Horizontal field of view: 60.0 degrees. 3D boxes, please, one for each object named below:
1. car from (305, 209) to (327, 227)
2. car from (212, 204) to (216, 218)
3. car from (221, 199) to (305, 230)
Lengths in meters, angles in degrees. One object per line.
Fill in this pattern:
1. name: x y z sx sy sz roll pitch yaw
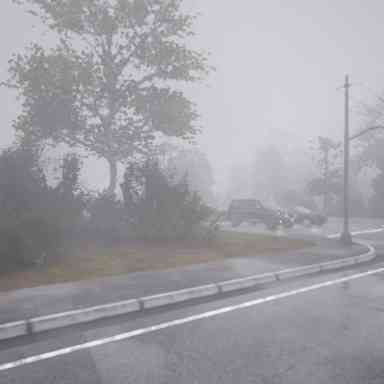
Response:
1. car: 8.012 1.821 25.956 1.882 1.535 5.008 1 -1 -39
2. car: 1.828 1.952 33.269 1.882 1.535 5.008 1 -2 -43
3. car: 4.980 1.530 24.215 2.150 2.045 5.566 1 -1 -37
